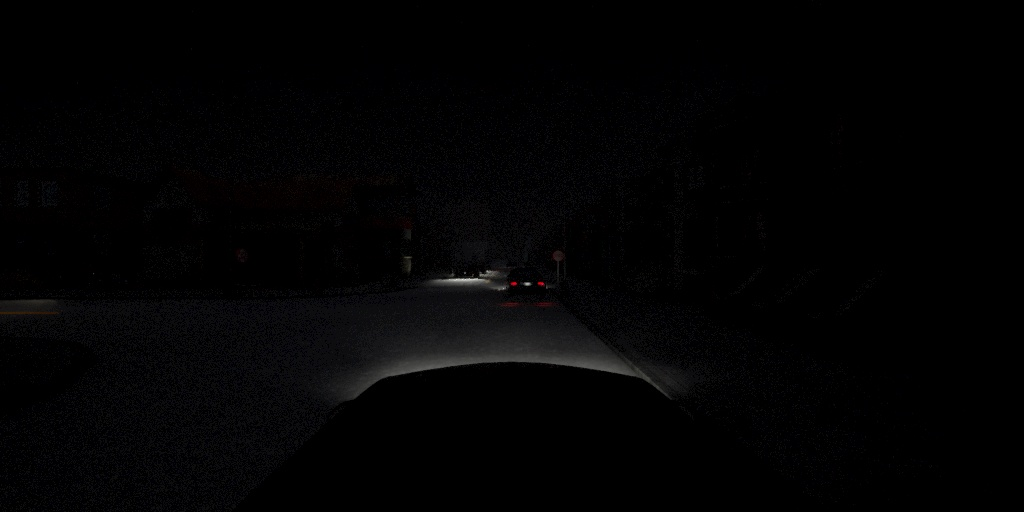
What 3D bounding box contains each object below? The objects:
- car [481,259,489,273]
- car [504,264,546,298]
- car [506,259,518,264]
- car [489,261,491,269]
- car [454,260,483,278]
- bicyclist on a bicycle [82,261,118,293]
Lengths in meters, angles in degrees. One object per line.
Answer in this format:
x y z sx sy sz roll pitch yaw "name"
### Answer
-4.140 1.228 42.423 1.882 1.535 5.008 0 0 0 "car"
0.602 1.297 18.315 2.033 1.411 5.357 0 0 -2 "car"
0.043 1.277 58.068 1.812 1.442 4.674 0 -1 0 "car"
-4.122 1.242 52.736 2.128 1.511 4.902 0 0 0 "car"
-4.138 1.314 33.537 1.994 1.385 4.181 0 0 0 "car"
-21.599 1.099 18.809 0.582 1.620 1.656 0 0 0 "bicyclist on a bicycle"
